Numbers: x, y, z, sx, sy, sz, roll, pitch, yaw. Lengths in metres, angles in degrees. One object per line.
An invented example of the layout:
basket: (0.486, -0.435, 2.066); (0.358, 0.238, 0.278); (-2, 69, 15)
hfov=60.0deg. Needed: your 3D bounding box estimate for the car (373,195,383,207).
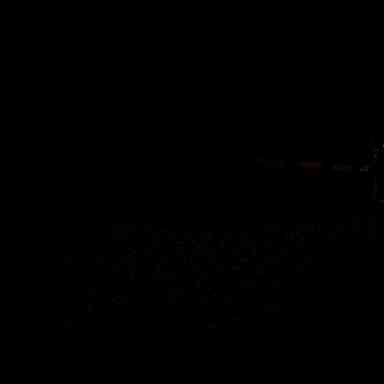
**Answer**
car: (26.341, 1.347, 50.360); (2.192, 1.841, 5.009); (0, 0, -35)
